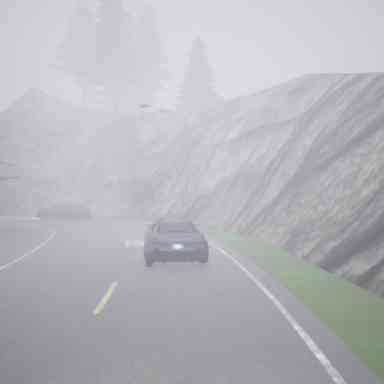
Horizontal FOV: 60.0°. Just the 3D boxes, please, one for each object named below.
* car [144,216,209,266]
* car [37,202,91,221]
[{"bbox_3d":[-0.672,1.537,11.591,1.994,1.385,4.181,0,0,-8],"label":"car"},{"bbox_3d":[-10.181,1.502,26.498,4.181,1.385,1.994,0,0,18],"label":"car"}]
